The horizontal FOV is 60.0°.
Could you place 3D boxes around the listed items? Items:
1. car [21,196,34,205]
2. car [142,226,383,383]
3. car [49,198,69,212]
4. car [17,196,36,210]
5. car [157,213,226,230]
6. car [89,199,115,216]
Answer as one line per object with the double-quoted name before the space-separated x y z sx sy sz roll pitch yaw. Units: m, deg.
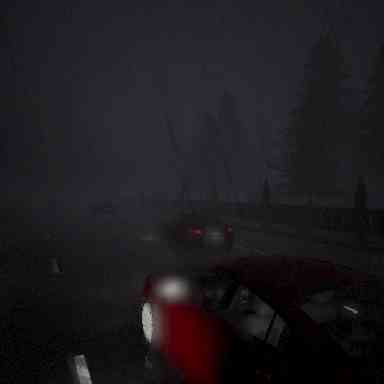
"car" -30.340 1.516 61.250 1.812 1.442 4.674 0 -1 -29
"car" 0.887 1.476 3.741 1.882 1.535 5.008 0 0 -25
"car" -15.287 1.484 38.200 2.128 1.511 4.902 0 0 -25
"car" -21.843 1.349 43.922 2.097 1.767 4.553 0 0 -24
"car" -0.006 1.561 13.864 1.994 1.385 4.181 0 0 -25
"car" -9.071 1.471 33.188 1.882 1.535 5.008 0 0 -25
